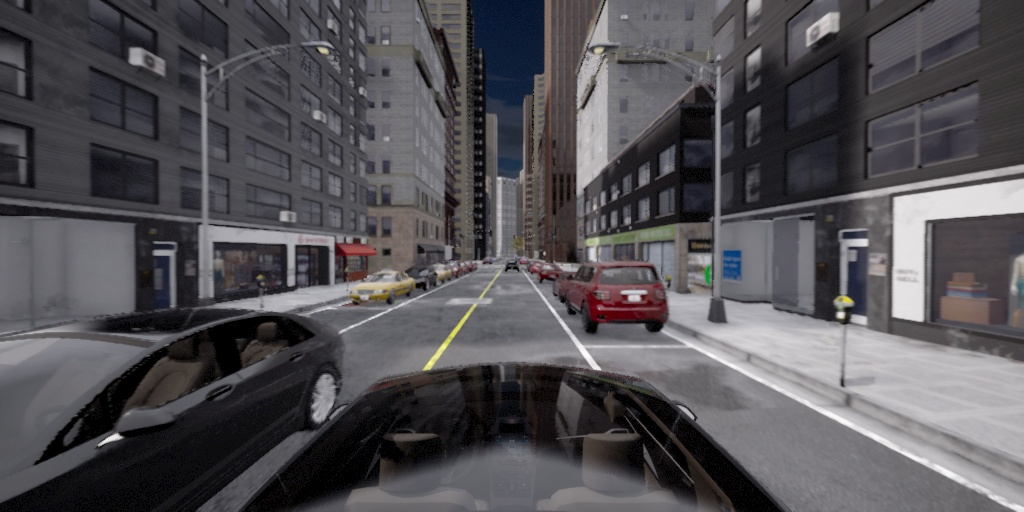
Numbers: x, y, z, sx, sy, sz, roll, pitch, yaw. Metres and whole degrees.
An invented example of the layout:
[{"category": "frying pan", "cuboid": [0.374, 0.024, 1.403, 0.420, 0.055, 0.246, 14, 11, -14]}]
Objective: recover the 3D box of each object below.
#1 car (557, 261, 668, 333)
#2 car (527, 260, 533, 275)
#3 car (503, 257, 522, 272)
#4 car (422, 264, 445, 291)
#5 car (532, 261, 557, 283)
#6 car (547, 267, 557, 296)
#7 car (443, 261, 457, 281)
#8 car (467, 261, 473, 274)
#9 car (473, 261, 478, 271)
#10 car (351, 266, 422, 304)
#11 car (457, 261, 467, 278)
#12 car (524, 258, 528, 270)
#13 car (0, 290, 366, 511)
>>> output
[{"category": "car", "cuboid": [2.856, 1.063, 10.715, 2.192, 1.841, 5.009, 0, 0, 0]}, {"category": "car", "cuboid": [2.851, 1.331, 38.960, 1.802, 1.307, 4.207, 0, 0, 0]}, {"category": "car", "cuboid": [0.036, 1.258, 46.759, 1.837, 1.490, 4.892, 0, 0, 1]}, {"category": "car", "cuboid": [-5.672, 1.312, 22.004, 1.948, 1.339, 4.313, 0, 0, 0]}, {"category": "car", "cuboid": [2.853, 1.292, 27.661, 1.888, 1.381, 4.507, 0, 0, 0]}, {"category": "car", "cuboid": [2.855, 1.329, 16.362, 1.802, 1.307, 4.207, 0, 0, 0]}, {"category": "car", "cuboid": [-5.673, 1.272, 27.482, 1.751, 1.417, 4.829, 0, 0, 0]}, {"category": "car", "cuboid": [-5.675, 1.331, 38.950, 1.802, 1.307, 4.207, 0, 0, 0]}, {"category": "car", "cuboid": [-5.676, 1.296, 44.599, 1.888, 1.381, 4.507, 0, 0, 0]}, {"category": "car", "cuboid": [-5.671, 1.272, 16.185, 1.751, 1.417, 4.829, 0, 0, 0]}, {"category": "car", "cuboid": [-5.674, 1.187, 33.301, 1.967, 1.591, 4.097, 0, 0, 0]}, {"category": "car", "cuboid": [2.850, 1.317, 44.609, 1.948, 1.339, 4.313, 0, 0, 0]}, {"category": "car", "cuboid": [-3.088, 1.257, 2.774, 1.837, 1.490, 4.892, 0, -1, 0]}]
